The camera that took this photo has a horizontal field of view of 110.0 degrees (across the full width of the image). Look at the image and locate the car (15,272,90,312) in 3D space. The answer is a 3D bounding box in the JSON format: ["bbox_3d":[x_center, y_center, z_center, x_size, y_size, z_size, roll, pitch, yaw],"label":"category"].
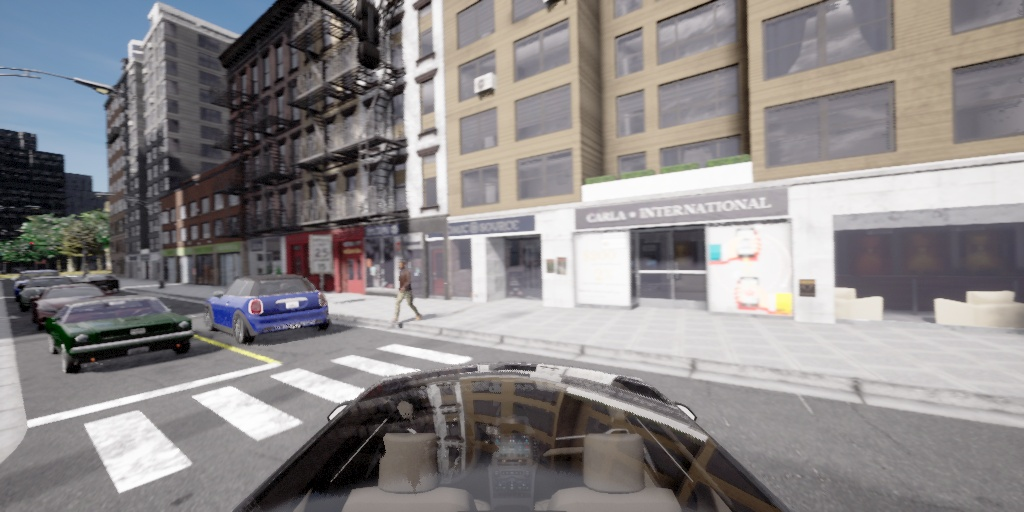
[{"bbox_3d":[-24.951,1.903,19.435,4.553,1.767,2.097,-2,0,35],"label":"car"}]

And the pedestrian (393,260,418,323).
[{"bbox_3d":[-3.097,0.989,10.325,0.375,1.860,0.375,-1,1,35],"label":"pedestrian"}]

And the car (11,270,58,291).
[{"bbox_3d":[-33.628,2.037,25.559,5.566,2.045,2.150,-2,0,35],"label":"car"}]

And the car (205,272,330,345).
[{"bbox_3d":[-7.373,1.347,10.681,4.553,1.767,2.097,-2,0,39],"label":"car"}]

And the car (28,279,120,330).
[{"bbox_3d":[-16.795,1.824,13.737,4.674,1.442,1.812,-2,0,35],"label":"car"}]

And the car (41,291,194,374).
[{"bbox_3d":[-9.376,1.661,8.519,4.718,1.301,1.895,-2,0,35],"label":"car"}]

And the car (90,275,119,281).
[{"bbox_3d":[-34.783,2.321,30.239,5.008,1.535,1.882,-1,0,35],"label":"car"}]
